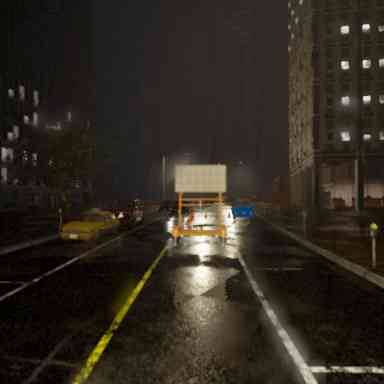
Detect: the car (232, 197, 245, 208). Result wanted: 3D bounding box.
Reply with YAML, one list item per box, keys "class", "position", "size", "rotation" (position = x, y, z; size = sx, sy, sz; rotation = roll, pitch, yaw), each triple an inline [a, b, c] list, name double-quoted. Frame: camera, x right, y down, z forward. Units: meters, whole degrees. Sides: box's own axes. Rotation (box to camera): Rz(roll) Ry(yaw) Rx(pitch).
- class: "car"
  position: [7.080, 1.496, 49.957]
  size: [1.752, 1.417, 4.829]
  rotation: [1, 0, 10]

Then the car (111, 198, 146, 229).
- class: "car"
  position: [-4.417, 1.309, 22.070]
  size: [2.192, 1.841, 5.009]
  rotation: [1, 0, 4]

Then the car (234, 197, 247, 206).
- class: "car"
  position: [8.090, 1.533, 55.543]
  size: [1.947, 1.339, 4.313]
  rotation: [1, 0, 11]

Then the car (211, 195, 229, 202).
- class: "car"
  position: [6.185, 1.325, 72.473]
  size: [2.097, 1.767, 4.553]
  rotation: [0, 0, 14]

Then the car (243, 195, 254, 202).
- class: "car"
  position: [13.282, 1.527, 78.073]
  size: [1.947, 1.339, 4.313]
  rotation: [1, 0, 15]

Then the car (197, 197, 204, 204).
- class: "car"
  position: [1.116, 1.572, 61.589]
  size: [1.802, 1.307, 4.206]
  rotation: [1, 0, 12]

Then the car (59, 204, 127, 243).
- class: "car"
  position: [-4.803, 1.520, 16.247]
  size: [1.752, 1.417, 4.829]
  rotation: [1, 0, 3]

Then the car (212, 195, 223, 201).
- class: "car"
  position: [6.360, 1.523, 83.122]
  size: [1.752, 1.417, 4.829]
  rotation: [1, 0, 16]

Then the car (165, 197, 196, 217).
- class: "car"
  position: [-1.020, 1.495, 31.826]
  size: [1.837, 1.490, 4.892]
  rotation: [0, 0, 6]

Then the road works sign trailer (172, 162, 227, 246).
- class: "road works sign trailer"
  position: [0.395, 0.458, 15.187]
  size: [2.380, 3.560, 2.880]
  rotation: [0, 0, 4]

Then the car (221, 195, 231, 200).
- class: "car"
  position: [9.564, 1.553, 93.776]
  size: [2.008, 1.369, 4.403]
  rotation: [1, 0, 18]

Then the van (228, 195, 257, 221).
- class: "van"
  position: [3.991, 1.327, 26.428]
  size: [1.690, 1.788, 3.998]
  rotation: [1, 0, 5]

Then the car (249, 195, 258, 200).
- class: "car"
  position: [16.448, 1.505, 88.952]
  size: [1.887, 1.381, 4.507]
  rotation: [1, 0, 18]

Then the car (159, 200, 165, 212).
- class: "car"
  position: [-2.660, 1.559, 39.162]
  size: [1.947, 1.339, 4.313]
  rotation: [1, 0, 7]

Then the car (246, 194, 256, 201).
- class: "car"
  position: [14.823, 1.401, 83.548]
  size: [1.967, 1.590, 4.097]
  rotation: [1, 0, 17]

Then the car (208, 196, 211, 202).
- class: "car"
  position: [4.958, 1.561, 77.981]
  size: [1.947, 1.339, 4.313]
  rotation: [1, 0, 15]
